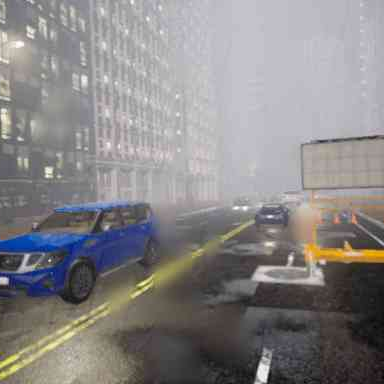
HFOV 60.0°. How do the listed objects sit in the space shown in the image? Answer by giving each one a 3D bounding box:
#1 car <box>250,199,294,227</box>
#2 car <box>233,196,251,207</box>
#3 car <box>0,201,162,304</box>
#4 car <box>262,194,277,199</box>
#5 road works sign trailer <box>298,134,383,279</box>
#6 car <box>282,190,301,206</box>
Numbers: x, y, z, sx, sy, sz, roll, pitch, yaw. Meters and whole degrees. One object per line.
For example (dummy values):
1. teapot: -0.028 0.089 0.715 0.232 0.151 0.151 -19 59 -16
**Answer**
1. car: 5.182 1.377 21.140 1.994 1.385 4.181 -2 0 19
2. car: 7.054 1.304 46.735 1.994 1.385 4.181 -2 0 20
3. car: -2.728 1.313 8.970 2.150 2.045 5.566 -2 0 19
4. car: 11.720 1.069 50.201 2.128 1.511 4.902 -2 0 20
5. road works sign trailer: 4.302 0.312 9.157 2.380 3.560 2.880 -2 0 20
6. car: 13.285 0.746 44.389 2.150 2.045 5.566 -2 0 19
